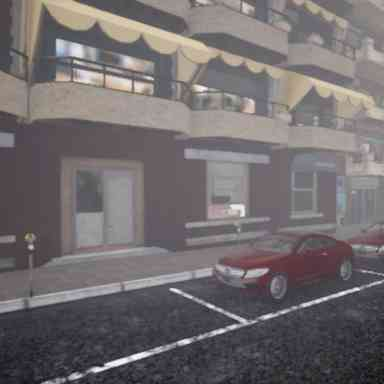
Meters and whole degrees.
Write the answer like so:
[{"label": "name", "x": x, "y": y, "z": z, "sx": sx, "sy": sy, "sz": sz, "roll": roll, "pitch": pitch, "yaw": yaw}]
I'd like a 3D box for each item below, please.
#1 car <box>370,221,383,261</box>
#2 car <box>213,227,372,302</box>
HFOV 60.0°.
[{"label": "car", "x": 7.013, "y": 1.669, "z": 11.569, "sx": 4.206, "sy": 1.307, "sz": 1.802, "roll": 0, "pitch": -1, "yaw": -35}, {"label": "car", "x": 2.451, "y": 1.629, "z": 8.317, "sx": 4.206, "sy": 1.307, "sz": 1.802, "roll": 0, "pitch": -1, "yaw": -35}]
